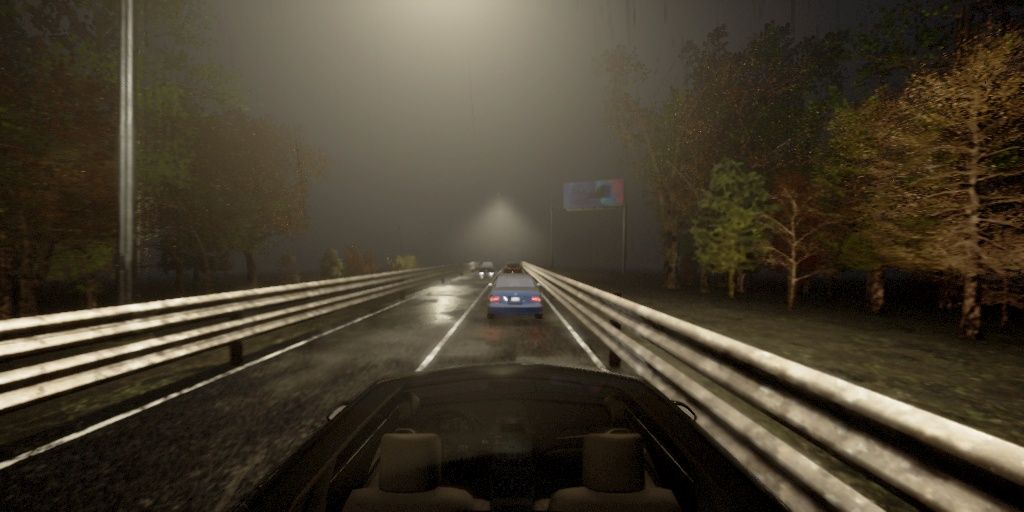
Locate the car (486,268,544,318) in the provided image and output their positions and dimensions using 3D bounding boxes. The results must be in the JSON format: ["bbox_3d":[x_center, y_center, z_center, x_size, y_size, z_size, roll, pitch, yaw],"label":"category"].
[{"bbox_3d":[0.096,1.339,13.131,2.033,1.411,5.357,0,0,0],"label":"car"}]

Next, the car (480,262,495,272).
[{"bbox_3d":[-3.298,1.467,49.084,2.033,1.411,5.357,0,0,0],"label":"car"}]

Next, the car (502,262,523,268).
[{"bbox_3d":[0.071,1.383,37.413,1.837,1.490,4.892,0,0,0],"label":"car"}]
